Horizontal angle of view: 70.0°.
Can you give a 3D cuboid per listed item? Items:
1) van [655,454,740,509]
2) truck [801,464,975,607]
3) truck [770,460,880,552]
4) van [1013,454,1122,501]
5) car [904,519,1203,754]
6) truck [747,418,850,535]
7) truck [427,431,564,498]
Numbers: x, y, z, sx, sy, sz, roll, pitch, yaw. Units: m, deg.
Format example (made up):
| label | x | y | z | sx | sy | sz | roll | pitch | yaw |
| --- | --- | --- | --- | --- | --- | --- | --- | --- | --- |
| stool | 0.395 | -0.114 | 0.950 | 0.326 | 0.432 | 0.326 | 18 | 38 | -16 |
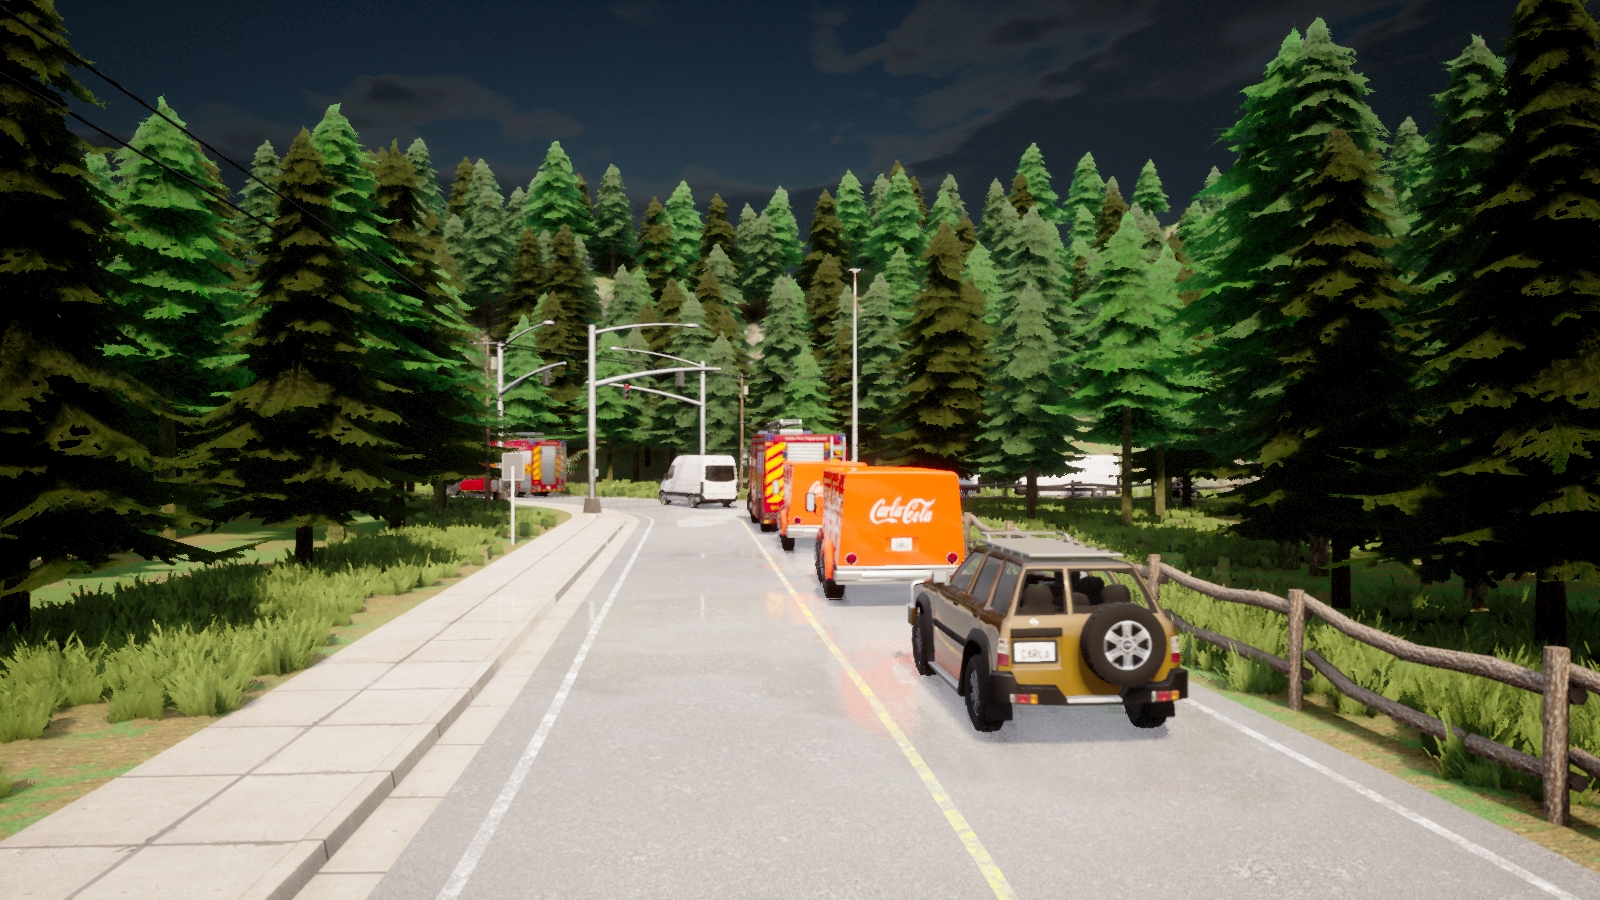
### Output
| label | x | y | z | sx | sy | sz | roll | pitch | yaw |
| --- | --- | --- | --- | --- | --- | --- | --- | --- | --- |
| van | -5.191 | 1.512 | 57.011 | 1.988 | 2.561 | 5.915 | 1 | 0 | -28 |
| truck | 1.582 | 1.538 | 22.883 | 2.627 | 2.467 | 5.204 | 0 | 0 | -5 |
| truck | 0.604 | 1.529 | 33.273 | 2.627 | 2.467 | 5.204 | 0 | -1 | -5 |
| van | 15.118 | 1.525 | 64.838 | 5.915 | 2.561 | 1.988 | 0 | 0 | 11 |
| car | 2.536 | 1.829 | 12.717 | 1.932 | 1.855 | 4.605 | 0 | 0 | -5 |
| truck | -0.246 | 0.858 | 41.664 | 2.891 | 3.827 | 8.468 | 0 | 0 | -6 |
| truck | -18.406 | 0.855 | 68.867 | 8.468 | 3.827 | 2.891 | 0 | 0 | 31 |
